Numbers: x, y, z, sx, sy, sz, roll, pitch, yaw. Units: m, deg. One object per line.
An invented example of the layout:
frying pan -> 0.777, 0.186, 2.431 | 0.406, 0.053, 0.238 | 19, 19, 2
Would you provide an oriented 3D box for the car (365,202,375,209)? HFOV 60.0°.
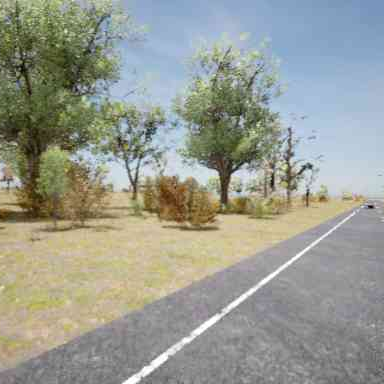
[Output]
car -> 40.368, 3.018, 75.668 | 2.033, 1.411, 5.357 | 1, -1, 29
